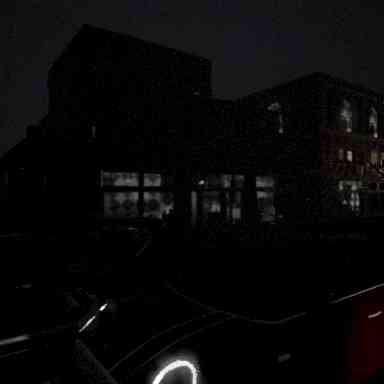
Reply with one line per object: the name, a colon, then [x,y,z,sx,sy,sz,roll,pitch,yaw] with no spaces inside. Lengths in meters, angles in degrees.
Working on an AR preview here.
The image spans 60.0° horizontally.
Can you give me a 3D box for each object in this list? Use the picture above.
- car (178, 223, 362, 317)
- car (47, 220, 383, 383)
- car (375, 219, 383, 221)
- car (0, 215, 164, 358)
car: [2.014,1.593,8.003,4.313,1.339,1.947,0,-1,-36]
car: [0.930,1.365,4.043,4.553,1.767,2.097,0,0,-36]
car: [6.525,1.596,11.226,4.507,1.381,1.887,0,-1,-36]
car: [-2.497,1.318,4.783,5.009,1.841,2.192,0,-1,-36]
